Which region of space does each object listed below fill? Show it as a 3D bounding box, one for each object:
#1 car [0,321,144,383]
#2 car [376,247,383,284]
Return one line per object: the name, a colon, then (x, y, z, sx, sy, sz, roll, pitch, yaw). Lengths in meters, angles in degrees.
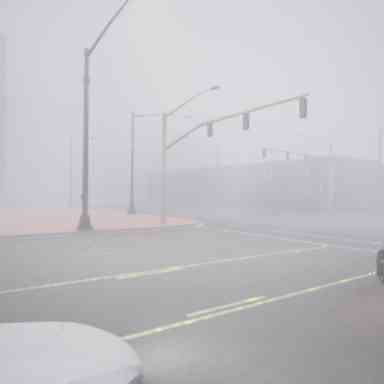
car: (-2.508, 1.514, 1.955, 4.674, 1.442, 1.812, 1, 0, -35)
car: (6.536, 1.619, 8.461, 4.892, 1.490, 1.837, 0, 0, -36)
